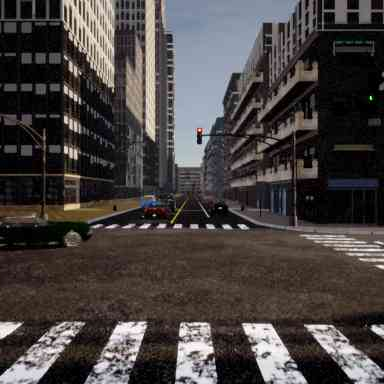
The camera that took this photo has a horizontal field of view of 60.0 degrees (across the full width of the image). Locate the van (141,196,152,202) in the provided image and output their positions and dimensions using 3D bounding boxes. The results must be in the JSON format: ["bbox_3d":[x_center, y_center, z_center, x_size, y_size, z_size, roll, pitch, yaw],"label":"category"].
[{"bbox_3d":[-5.683,1.346,43.728,1.690,1.788,3.998,0,0,0],"label":"van"}]

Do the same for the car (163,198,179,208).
[{"bbox_3d":[-3.072,1.570,49.553,1.994,1.385,4.181,0,0,0],"label":"car"}]

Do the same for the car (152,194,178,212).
[{"bbox_3d":[-3.095,1.225,39.463,2.150,2.045,5.566,0,0,0],"label":"car"}]

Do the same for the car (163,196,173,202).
[{"bbox_3d":[-5.674,1.567,77.654,2.008,1.369,4.403,0,0,0],"label":"car"}]

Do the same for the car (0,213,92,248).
[{"bbox_3d":[-6.421,1.508,13.150,4.718,1.301,1.895,1,0,-23],"label":"car"}]

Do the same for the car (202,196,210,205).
[{"bbox_3d":[2.698,1.549,43.727,1.887,1.381,4.507,0,0,0],"label":"car"}]

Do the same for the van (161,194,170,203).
[{"bbox_3d":[-5.676,1.355,72.000,1.690,1.788,3.998,0,0,0],"label":"van"}]

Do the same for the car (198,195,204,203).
[{"bbox_3d":[2.702,1.560,60.690,2.008,1.369,4.403,0,0,0],"label":"car"}]

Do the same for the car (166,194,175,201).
[{"bbox_3d":[-5.672,1.336,88.963,2.192,1.841,5.009,0,0,0],"label":"car"}]

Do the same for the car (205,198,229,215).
[{"bbox_3d":[2.696,1.568,33.760,1.947,1.339,4.313,0,0,0],"label":"car"}]

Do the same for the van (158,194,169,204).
[{"bbox_3d":[-5.678,1.353,66.345,1.690,1.788,3.998,0,0,0],"label":"van"}]

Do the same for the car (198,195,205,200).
[{"bbox_3d":[2.710,1.590,94.615,1.947,1.339,4.313,0,0,0],"label":"car"}]

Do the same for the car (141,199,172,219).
[{"bbox_3d":[-3.095,1.603,29.564,1.895,1.301,4.718,0,0,0],"label":"car"}]
